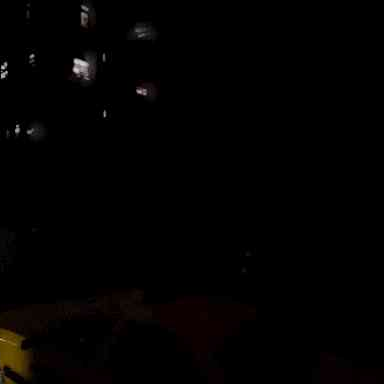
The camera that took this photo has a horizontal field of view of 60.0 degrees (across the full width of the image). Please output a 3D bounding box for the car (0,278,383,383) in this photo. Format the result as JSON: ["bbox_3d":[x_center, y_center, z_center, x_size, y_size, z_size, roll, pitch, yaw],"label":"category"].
[{"bbox_3d":[-0.480,1.533,3.234,4.829,1.417,1.752,0,-1,36],"label":"car"}]
